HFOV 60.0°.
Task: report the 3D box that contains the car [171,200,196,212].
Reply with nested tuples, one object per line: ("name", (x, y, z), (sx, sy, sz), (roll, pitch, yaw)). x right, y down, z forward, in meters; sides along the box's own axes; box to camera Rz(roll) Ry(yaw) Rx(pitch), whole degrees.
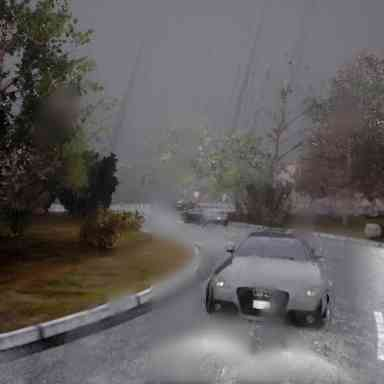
("car", (-0.434, 1.828, 41.591), (1.837, 1.490, 4.892), (-4, -3, 42))

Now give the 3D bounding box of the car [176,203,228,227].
("car", (0.836, 1.740, 24.297), (1.994, 1.385, 4.181), (1, -1, -30))

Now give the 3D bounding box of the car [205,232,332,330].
("car", (1.749, 1.592, 7.053), (1.994, 1.385, 4.181), (1, 0, 19))
